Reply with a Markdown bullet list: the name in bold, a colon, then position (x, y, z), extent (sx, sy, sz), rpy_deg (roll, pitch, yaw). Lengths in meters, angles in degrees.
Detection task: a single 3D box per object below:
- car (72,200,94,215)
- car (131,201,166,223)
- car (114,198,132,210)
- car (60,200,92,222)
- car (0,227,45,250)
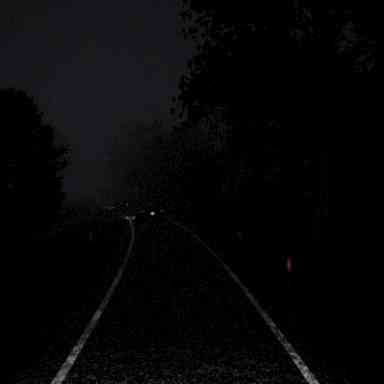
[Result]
- **car**: position (-12.463, 1.711, 38.238), extent (2.002, 1.452, 4.674), rpy_deg (1, 0, -14)
- **car**: position (-3.208, 1.468, 24.999), extent (1.994, 1.385, 4.181), rpy_deg (-1, 0, -14)
- **car**: position (-8.239, 1.391, 40.501), extent (1.994, 1.385, 4.181), rpy_deg (-1, 1, -22)
- **car**: position (-11.103, 1.660, 32.247), extent (2.097, 1.535, 5.008), rpy_deg (-1, 0, -8)
- **car**: position (-9.044, 1.705, 15.610), extent (2.097, 1.535, 5.008), rpy_deg (0, -1, -4)
